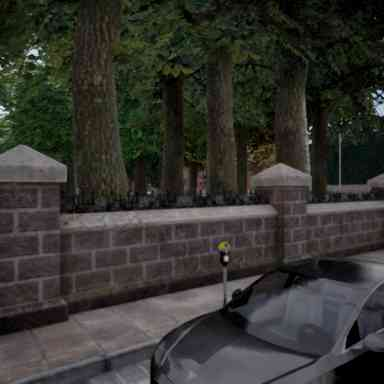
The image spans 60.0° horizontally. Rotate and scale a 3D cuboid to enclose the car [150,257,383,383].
[{"bbox_3d":[1.602,1.563,3.962,4.313,1.339,1.947,0,0,-36],"label":"car"}]
